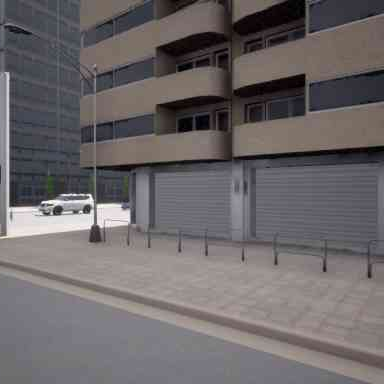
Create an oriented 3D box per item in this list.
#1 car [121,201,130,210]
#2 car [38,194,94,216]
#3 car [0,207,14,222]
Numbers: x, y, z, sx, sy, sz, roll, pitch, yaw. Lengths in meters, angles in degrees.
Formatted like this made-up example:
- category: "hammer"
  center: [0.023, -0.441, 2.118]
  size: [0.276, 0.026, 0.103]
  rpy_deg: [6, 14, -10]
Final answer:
- category: "car"
  center: [-6.669, 1.526, 41.249]
  size: [1.812, 1.442, 4.674]
  rpy_deg: [0, 0, 36]
- category: "car"
  center: [-12.432, 1.221, 33.383]
  size: [2.150, 2.045, 5.566]
  rpy_deg: [0, 0, 36]
- category: "car"
  center: [-15.149, 1.352, 23.404]
  size: [2.097, 1.767, 4.553]
  rpy_deg: [0, 0, 36]
